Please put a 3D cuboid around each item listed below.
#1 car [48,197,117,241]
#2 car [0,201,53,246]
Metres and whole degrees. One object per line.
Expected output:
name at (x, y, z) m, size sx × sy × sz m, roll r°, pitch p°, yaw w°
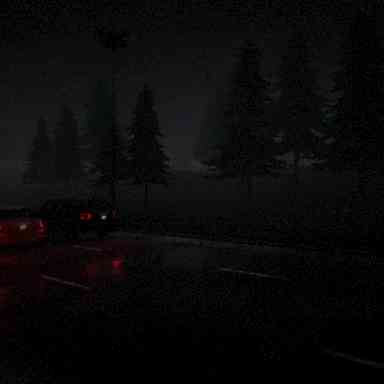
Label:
car at (-6.261, 1.255, 16.933) m, size 5.566 × 2.045 × 2.150 m, roll 0°, pitch 0°, yaw 36°
car at (-8.244, 1.363, 14.049) m, size 4.553 × 1.767 × 2.097 m, roll 0°, pitch 0°, yaw 36°
